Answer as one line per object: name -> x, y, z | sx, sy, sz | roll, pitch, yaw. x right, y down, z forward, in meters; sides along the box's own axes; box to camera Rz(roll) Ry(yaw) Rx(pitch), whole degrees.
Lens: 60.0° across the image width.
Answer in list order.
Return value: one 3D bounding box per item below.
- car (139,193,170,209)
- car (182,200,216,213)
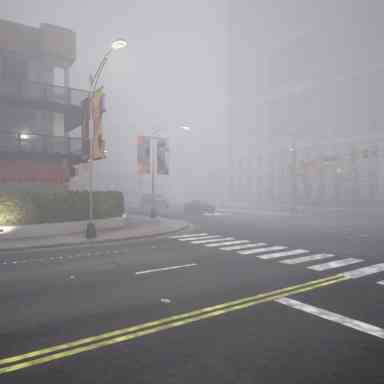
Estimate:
car -> -5.203, 1.221, 45.335 | 2.150, 2.045, 5.566 | 0, 0, -35
car -> 0.733, 1.564, 36.698 | 1.994, 1.385, 4.181 | 0, 0, -35
